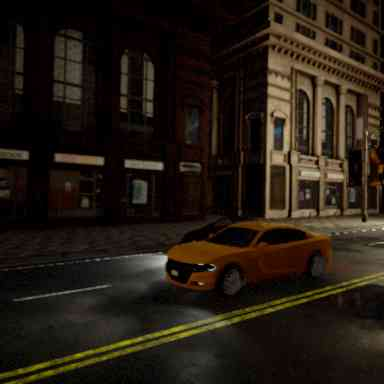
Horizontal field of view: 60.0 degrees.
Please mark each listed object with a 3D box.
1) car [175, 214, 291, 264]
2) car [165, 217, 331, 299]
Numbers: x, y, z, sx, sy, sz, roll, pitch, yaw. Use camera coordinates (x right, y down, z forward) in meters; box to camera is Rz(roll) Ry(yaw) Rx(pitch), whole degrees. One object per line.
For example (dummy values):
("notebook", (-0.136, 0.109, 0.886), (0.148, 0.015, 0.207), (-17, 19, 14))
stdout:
("car", (1.640, 1.669, 12.826), (4.181, 1.385, 1.994), (0, 0, -35))
("car", (1.652, 1.557, 8.848), (5.008, 1.535, 1.882), (1, -1, -35))
